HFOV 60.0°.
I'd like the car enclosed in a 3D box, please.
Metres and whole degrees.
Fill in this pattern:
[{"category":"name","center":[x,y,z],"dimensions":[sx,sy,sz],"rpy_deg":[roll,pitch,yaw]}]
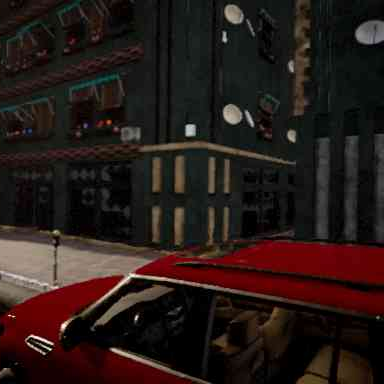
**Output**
[{"category":"car","center":[0.409,1.317,2.561],"dimensions":[5.009,1.841,2.192],"rpy_deg":[0,1,36]}]
